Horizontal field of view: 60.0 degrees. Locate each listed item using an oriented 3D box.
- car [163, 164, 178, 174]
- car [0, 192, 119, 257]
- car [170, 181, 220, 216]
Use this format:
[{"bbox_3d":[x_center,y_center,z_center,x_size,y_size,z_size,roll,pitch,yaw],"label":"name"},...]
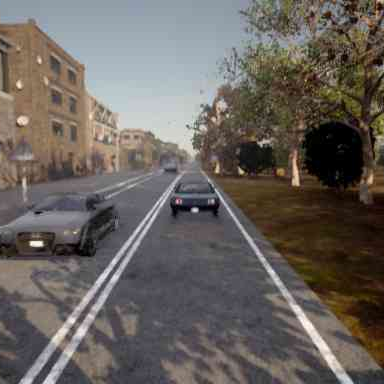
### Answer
[{"bbox_3d":[-3.189,-3.529,49.889,1.882,1.535,5.008,0,5,1],"label":"car"},{"bbox_3d":[-3.343,0.709,9.101,1.994,1.385,4.181,0,6,0],"label":"car"},{"bbox_3d":[0.115,0.148,14.658,1.895,1.301,4.718,0,6,0],"label":"car"}]
